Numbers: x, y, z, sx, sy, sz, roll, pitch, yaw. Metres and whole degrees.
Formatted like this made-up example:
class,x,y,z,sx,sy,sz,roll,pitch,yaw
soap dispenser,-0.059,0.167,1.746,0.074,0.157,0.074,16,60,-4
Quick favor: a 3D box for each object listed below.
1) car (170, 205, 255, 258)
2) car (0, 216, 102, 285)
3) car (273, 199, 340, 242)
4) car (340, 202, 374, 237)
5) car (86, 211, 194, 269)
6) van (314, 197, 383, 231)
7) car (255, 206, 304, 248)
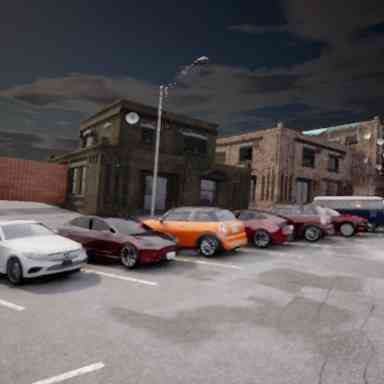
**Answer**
class,x,y,z,sx,sy,sz,roll,pitch,yaw
car,-0.233,1.355,12.959,4.553,1.767,2.185,-1,-1,34
car,-5.011,1.513,9.486,4.674,1.452,2.002,-1,-1,34
car,4.527,1.364,16.446,4.553,1.767,2.185,-1,-1,34
car,6.881,1.494,18.213,5.008,1.535,2.097,-1,-1,34
car,-2.608,1.506,11.217,4.792,1.488,2.163,-1,-1,34
van,9.162,1.274,20.011,4.442,1.987,1.878,-1,-1,34
car,2.098,1.515,14.736,4.792,1.488,2.163,-1,-1,34
